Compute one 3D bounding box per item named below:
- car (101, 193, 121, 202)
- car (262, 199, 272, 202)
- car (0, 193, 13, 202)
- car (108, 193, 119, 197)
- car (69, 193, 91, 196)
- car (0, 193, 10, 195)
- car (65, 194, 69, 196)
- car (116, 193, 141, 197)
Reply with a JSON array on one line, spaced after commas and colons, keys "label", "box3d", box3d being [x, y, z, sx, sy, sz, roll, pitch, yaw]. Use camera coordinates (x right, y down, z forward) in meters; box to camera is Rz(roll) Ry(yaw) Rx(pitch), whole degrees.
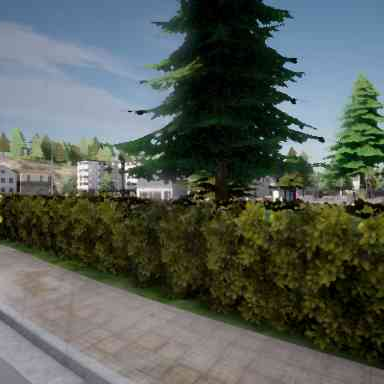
[{"label": "car", "box3d": [-17.566, 1.077, 72.159, 3.866, 1.878, 1.905, 0, 0, -45]}, {"label": "car", "box3d": [9.877, 1.478, 44.382, 5.008, 1.535, 1.882, 1, 0, -45]}, {"label": "car", "box3d": [-41.134, 1.097, 71.377, 4.605, 1.855, 1.932, 0, 0, -45]}, {"label": "car", "box3d": [-15.238, 1.097, 70.372, 4.605, 1.855, 1.932, 0, 0, -45]}, {"label": "car", "box3d": [-26.519, 1.153, 81.299, 5.027, 1.636, 2.152, 0, 0, -45]}, {"label": "car", "box3d": [-23.156, 1.330, 40.980, 5.027, 1.636, 2.152, 0, 0, -45]}, {"label": "car", "box3d": [-31.240, 1.232, 85.657, 3.806, 1.475, 1.970, 0, 0, -45]}, {"label": "car", "box3d": [-9.719, 1.384, 53.936, 3.806, 1.475, 1.970, 0, 0, -45]}]
